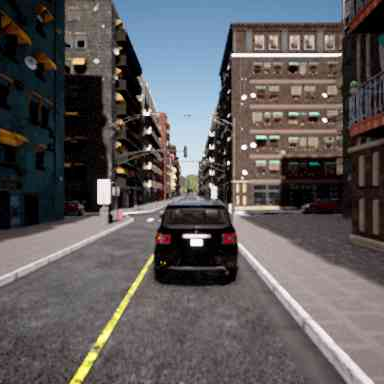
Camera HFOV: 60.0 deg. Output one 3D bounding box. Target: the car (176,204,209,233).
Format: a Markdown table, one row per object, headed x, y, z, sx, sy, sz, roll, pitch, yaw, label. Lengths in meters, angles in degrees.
| x | y | z | sx | sy | sz | roll | pitch | yaw | label |
| --- | --- | --- | --- | --- | --- | --- | --- | --- | --- |
| 0.011 | 1.566 | 20.952 | 1.837 | 1.490 | 4.892 | 0 | 0 | 0 | car |

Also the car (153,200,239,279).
| x | y | z | sx | sy | sz | roll | pitch | yaw | label |
| --- | --- | --- | --- | --- | --- | --- | --- | --- | --- |
| 0.103 | 1.252 | 10.280 | 2.150 | 2.045 | 5.566 | 0 | 0 | 0 | car |

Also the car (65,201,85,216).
| x | y | z | sx | sy | sz | roll | pitch | yaw | label |
| --- | --- | --- | --- | --- | --- | --- | --- | --- | --- |
| -13.522 | 1.672 | 35.021 | 4.097 | 1.590 | 1.967 | -1 | 0 | 0 | car |

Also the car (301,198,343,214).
| x | y | z | sx | sy | sz | roll | pitch | yaw | label |
| --- | --- | --- | --- | --- | --- | --- | --- | --- | --- |
| 13.583 | 1.414 | 34.923 | 4.097 | 1.590 | 1.967 | -1 | 0 | 0 | car |
